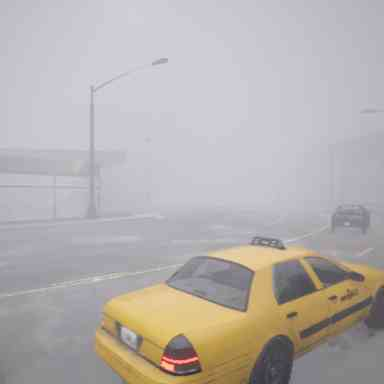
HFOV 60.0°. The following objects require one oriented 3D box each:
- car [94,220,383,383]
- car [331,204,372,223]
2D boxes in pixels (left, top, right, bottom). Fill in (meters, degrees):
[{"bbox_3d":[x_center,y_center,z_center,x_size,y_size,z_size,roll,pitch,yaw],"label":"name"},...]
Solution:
[{"bbox_3d":[1.312,1.455,5.035,5.366,1.575,1.801,0,0,-40],"label":"car"},{"bbox_3d":[9.590,1.492,20.006,2.128,1.511,4.902,0,0,31],"label":"car"}]
